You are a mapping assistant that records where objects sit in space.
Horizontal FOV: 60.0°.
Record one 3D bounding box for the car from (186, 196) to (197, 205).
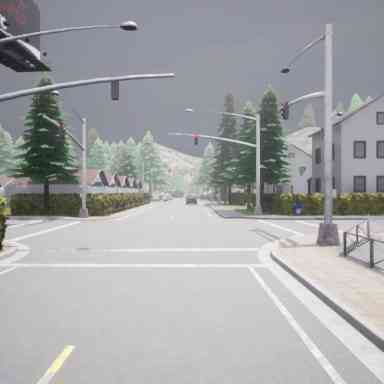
[{"bbox_3d":[-0.091,1.504,59.254,1.837,1.490,4.892,0,0,0],"label":"car"}]
